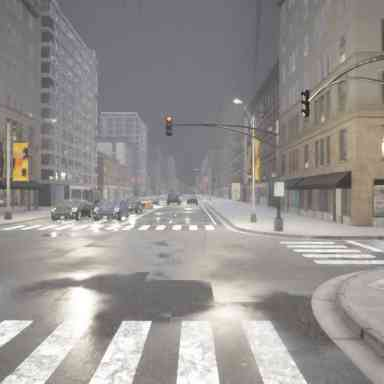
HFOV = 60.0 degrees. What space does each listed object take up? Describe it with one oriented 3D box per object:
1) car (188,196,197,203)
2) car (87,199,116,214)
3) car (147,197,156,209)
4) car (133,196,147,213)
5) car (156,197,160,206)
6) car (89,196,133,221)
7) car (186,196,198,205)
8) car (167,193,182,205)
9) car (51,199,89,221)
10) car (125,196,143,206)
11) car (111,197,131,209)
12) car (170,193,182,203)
[{"bbox_3d":[0.060,1.520,68.339,1.812,1.442,4.674,0,0,0],"label":"car"},{"bbox_3d":[-9.805,1.508,36.419,1.837,1.490,4.892,0,0,0],"label":"car"},{"bbox_3d":[-6.540,1.479,45.786,1.882,1.535,5.008,0,0,0],"label":"car"},{"bbox_3d":[-6.551,1.494,36.282,2.128,1.511,4.902,0,0,0],"label":"car"},{"bbox_3d":[-6.517,1.524,55.638,1.812,1.442,4.674,0,0,1],"label":"car"},{"bbox_3d":[-6.565,1.355,27.443,2.097,1.767,4.553,0,0,0],"label":"car"},{"bbox_3d":[0.051,1.502,57.920,1.837,1.490,4.892,0,0,0],"label":"car"},{"bbox_3d":[-3.199,1.219,57.953,2.150,2.045,5.566,0,0,0],"label":"car"},{"bbox_3d":[-9.815,1.355,27.447,2.097,1.767,4.553,0,0,0],"label":"car"},{"bbox_3d":[-9.760,1.489,56.663,2.128,1.511,4.902,0,0,1],"label":"car"},{"bbox_3d":[-9.792,1.527,46.365,1.812,1.442,4.674,0,0,0],"label":"car"},{"bbox_3d":[-3.190,1.216,68.372,2.150,2.045,5.566,0,0,0],"label":"car"}]
